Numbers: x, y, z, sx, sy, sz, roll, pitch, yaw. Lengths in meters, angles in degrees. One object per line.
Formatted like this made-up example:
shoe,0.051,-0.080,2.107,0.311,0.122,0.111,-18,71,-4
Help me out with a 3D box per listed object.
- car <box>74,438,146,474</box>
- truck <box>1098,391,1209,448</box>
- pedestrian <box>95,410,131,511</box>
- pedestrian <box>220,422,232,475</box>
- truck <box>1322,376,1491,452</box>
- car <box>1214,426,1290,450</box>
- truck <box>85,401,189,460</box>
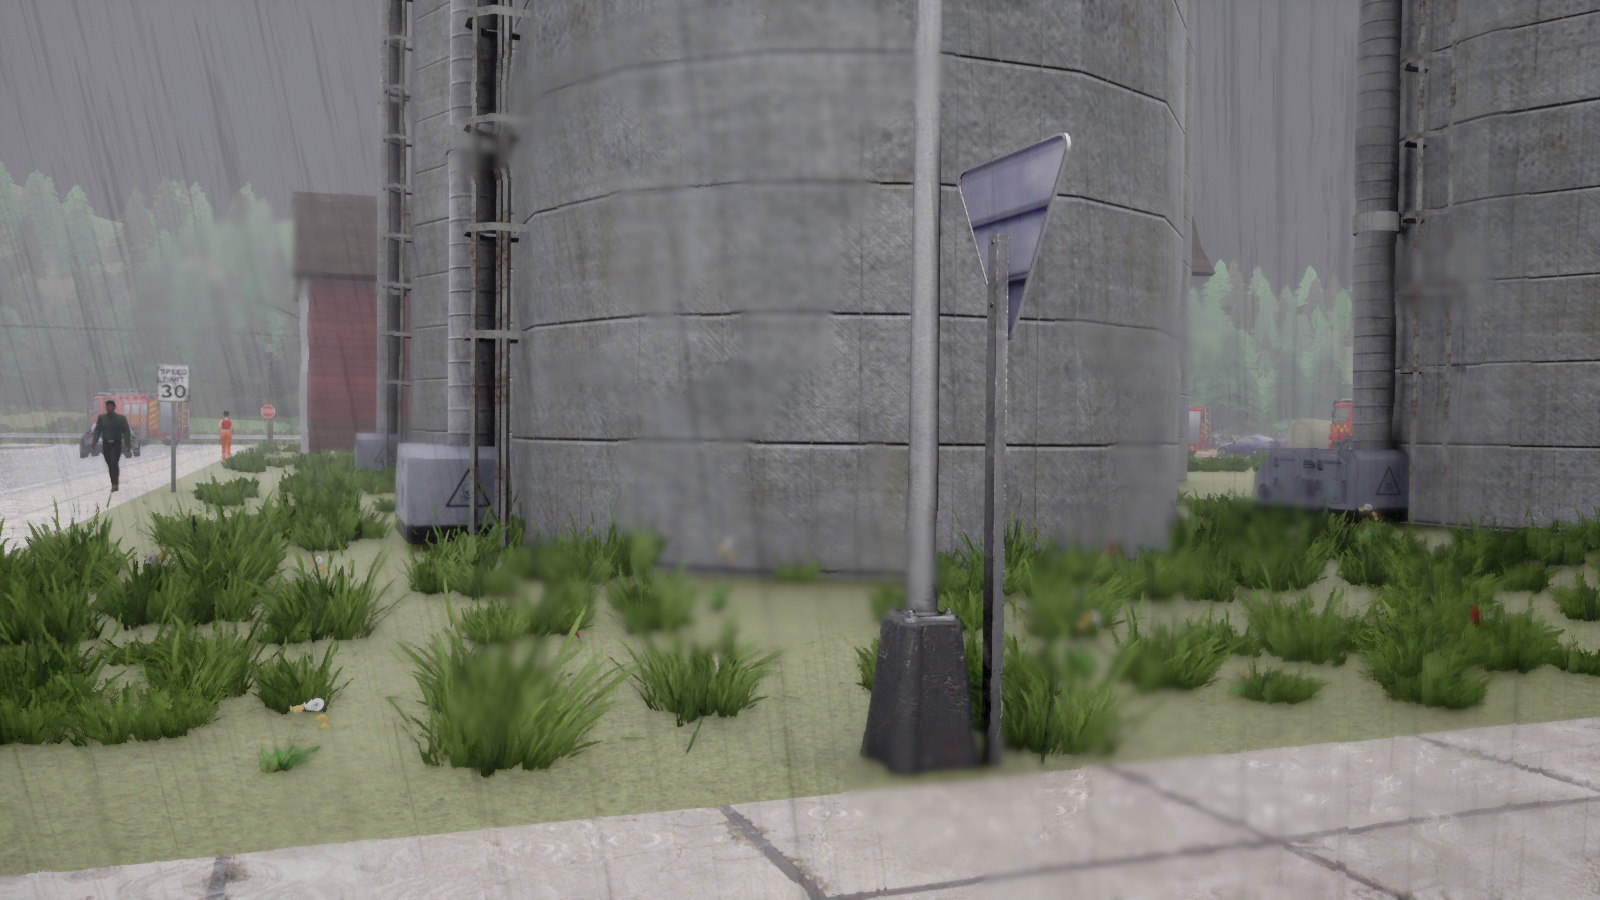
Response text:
car,-30.169,0.228,55.040,2.163,1.488,4.792,-1,1,-22
truck,24.537,-2.088,87.621,2.891,3.827,8.468,-1,1,-22
pedestrian,-13.443,0.199,24.579,0.423,1.949,0.788,-1,1,-16
pedestrian,-20.285,-0.051,44.367,0.345,1.836,0.594,-1,1,-24
truck,32.460,-1.860,67.723,2.891,3.827,8.468,0,1,-22
car,28.201,-0.784,78.468,1.812,1.442,4.674,-1,1,-21
truck,-45.097,-1.268,85.289,8.468,3.827,2.891,0,1,37
